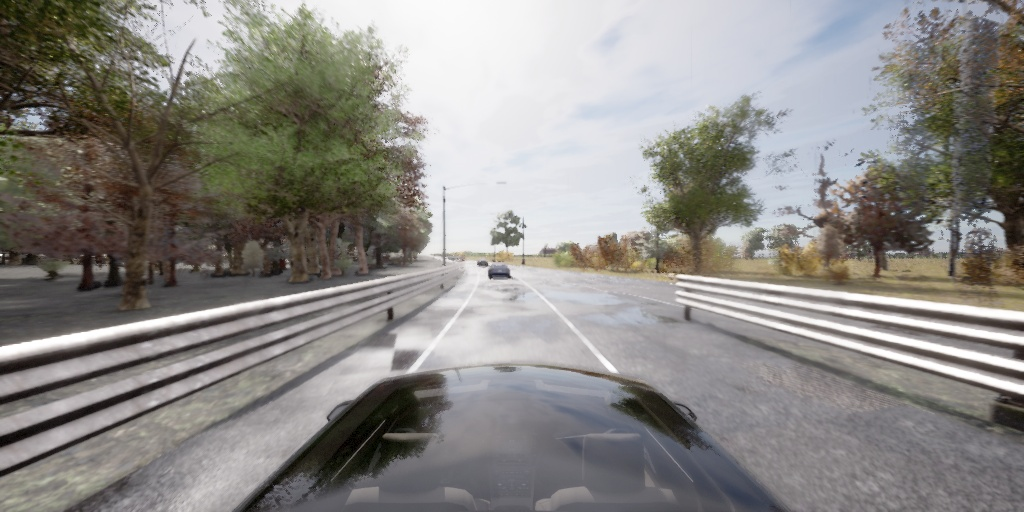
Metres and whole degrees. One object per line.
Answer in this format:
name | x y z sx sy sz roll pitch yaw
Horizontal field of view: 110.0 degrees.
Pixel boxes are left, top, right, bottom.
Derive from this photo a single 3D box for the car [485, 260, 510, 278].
car | -1.287 1.317 34.340 1.994 1.385 4.181 0 0 -5
